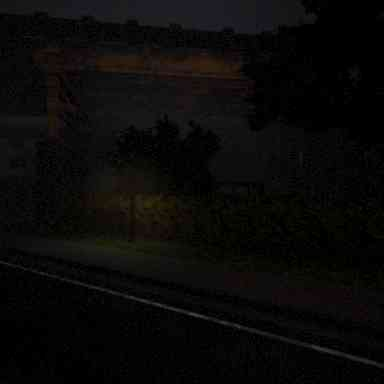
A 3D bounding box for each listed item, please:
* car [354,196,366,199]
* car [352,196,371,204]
[{"bbox_3d":[26.856,1.374,52.860,2.038,1.542,4.974,0,0,16],"label":"car"},{"bbox_3d":[26.871,1.216,52.909,1.853,1.218,4.536,0,0,16],"label":"car"}]
